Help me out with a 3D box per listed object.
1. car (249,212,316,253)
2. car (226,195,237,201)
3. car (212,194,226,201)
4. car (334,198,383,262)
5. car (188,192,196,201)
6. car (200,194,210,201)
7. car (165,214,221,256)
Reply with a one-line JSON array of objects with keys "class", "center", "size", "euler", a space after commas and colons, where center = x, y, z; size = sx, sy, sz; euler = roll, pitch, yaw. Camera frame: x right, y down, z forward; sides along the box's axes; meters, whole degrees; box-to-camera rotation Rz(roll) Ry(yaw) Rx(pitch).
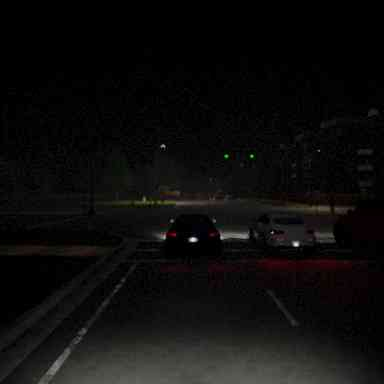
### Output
[{"class": "car", "center": [3.553, 1.525, 13.605], "size": [1.812, 1.442, 4.674], "euler": [0, 0, 0]}, {"class": "car", "center": [10.487, 1.589, 86.651], "size": [1.895, 1.301, 4.718], "euler": [0, 0, 0]}, {"class": "car", "center": [6.987, 1.520, 86.204], "size": [2.128, 1.511, 4.902], "euler": [0, 0, 0]}, {"class": "car", "center": [7.038, 1.221, 11.703], "size": [2.150, 2.045, 5.566], "euler": [0, 0, 1]}, {"class": "car", "center": [-0.013, 1.472, 86.201], "size": [1.882, 1.535, 5.008], "euler": [0, 0, 0]}, {"class": "car", "center": [3.487, 1.350, 86.589], "size": [2.097, 1.767, 4.553], "euler": [0, 0, 0]}, {"class": "car", "center": [0.050, 1.564, 13.104], "size": [1.994, 1.385, 4.181], "euler": [0, 0, 0]}]
